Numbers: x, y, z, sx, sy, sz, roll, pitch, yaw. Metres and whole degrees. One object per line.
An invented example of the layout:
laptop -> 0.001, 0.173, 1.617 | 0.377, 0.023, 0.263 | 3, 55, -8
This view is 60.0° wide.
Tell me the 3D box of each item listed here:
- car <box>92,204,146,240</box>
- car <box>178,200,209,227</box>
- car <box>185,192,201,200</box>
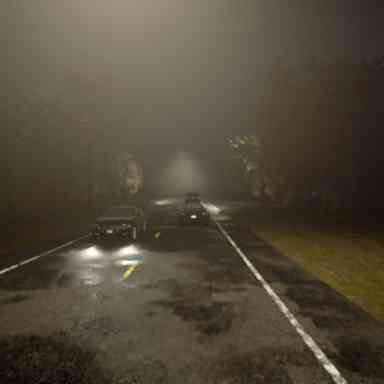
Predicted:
car -> -3.503, 1.418, 16.709 | 1.882, 1.535, 5.008 | 0, 0, 0
car -> 0.105, 1.484, 22.348 | 1.994, 1.385, 4.181 | 0, 0, 0
car -> 0.109, 1.042, 49.549 | 2.150, 2.045, 5.566 | 0, 0, 0
